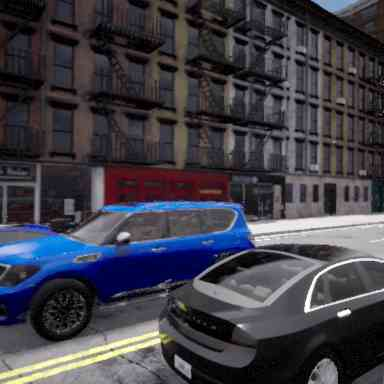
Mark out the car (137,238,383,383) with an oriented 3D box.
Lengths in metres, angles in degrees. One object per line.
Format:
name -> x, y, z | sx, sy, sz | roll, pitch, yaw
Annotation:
car -> 1.879, 1.522, 4.779 | 4.892, 1.490, 1.837 | 0, 0, -35

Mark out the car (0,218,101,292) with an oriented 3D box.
car -> -4.853, 1.529, 8.207 | 4.674, 1.442, 1.812 | 0, 0, -35

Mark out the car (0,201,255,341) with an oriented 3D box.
car -> -1.104, 1.234, 6.891 | 5.566, 2.045, 2.150 | 0, 0, -35
